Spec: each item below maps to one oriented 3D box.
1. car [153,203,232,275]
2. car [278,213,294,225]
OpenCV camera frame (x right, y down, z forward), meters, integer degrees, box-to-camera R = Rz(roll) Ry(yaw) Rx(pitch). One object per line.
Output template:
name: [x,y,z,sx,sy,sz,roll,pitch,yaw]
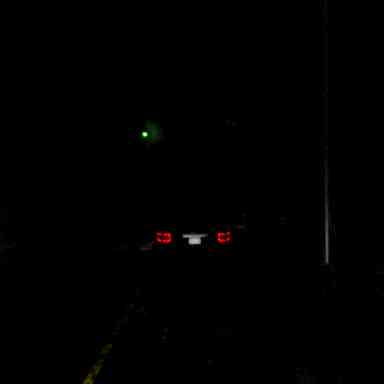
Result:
car: [-0.124,1.356,11.102,2.150,2.045,5.566,0,0,-4]
car: [9.077,1.885,25.399,4.718,1.301,1.895,0,-1,-10]
